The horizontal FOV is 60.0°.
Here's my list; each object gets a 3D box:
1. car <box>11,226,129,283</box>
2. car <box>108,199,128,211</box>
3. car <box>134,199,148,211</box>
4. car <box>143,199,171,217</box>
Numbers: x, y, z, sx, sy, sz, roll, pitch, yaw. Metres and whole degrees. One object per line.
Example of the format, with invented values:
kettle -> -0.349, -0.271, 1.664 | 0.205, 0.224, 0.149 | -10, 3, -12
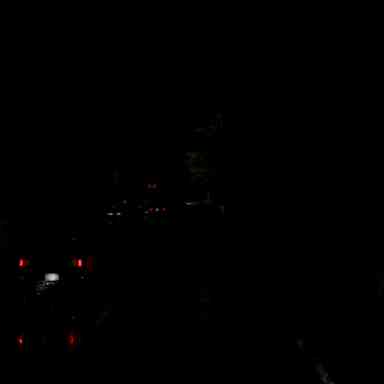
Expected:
car -> -3.148, 1.634, 9.721 | 1.895, 1.301, 4.718 | 0, 0, 0
car -> -9.829, 1.704, 44.335 | 2.128, 1.511, 4.902 | 0, 0, 0
car -> -6.578, 1.720, 44.764 | 1.837, 1.490, 4.892 | 0, 0, 0
car -> -3.141, 1.692, 32.639 | 2.033, 1.411, 5.357 | 0, 0, 0
